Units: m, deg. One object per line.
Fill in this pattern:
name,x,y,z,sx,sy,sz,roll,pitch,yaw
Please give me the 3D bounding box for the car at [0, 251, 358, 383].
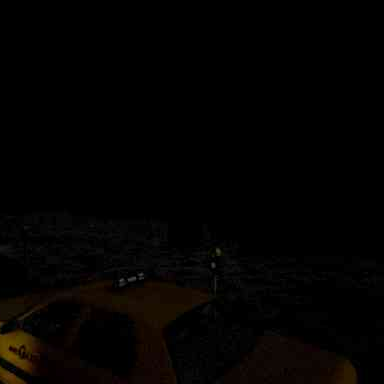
car,-0.854,1.525,3.577,4.829,1.417,1.752,0,0,36
